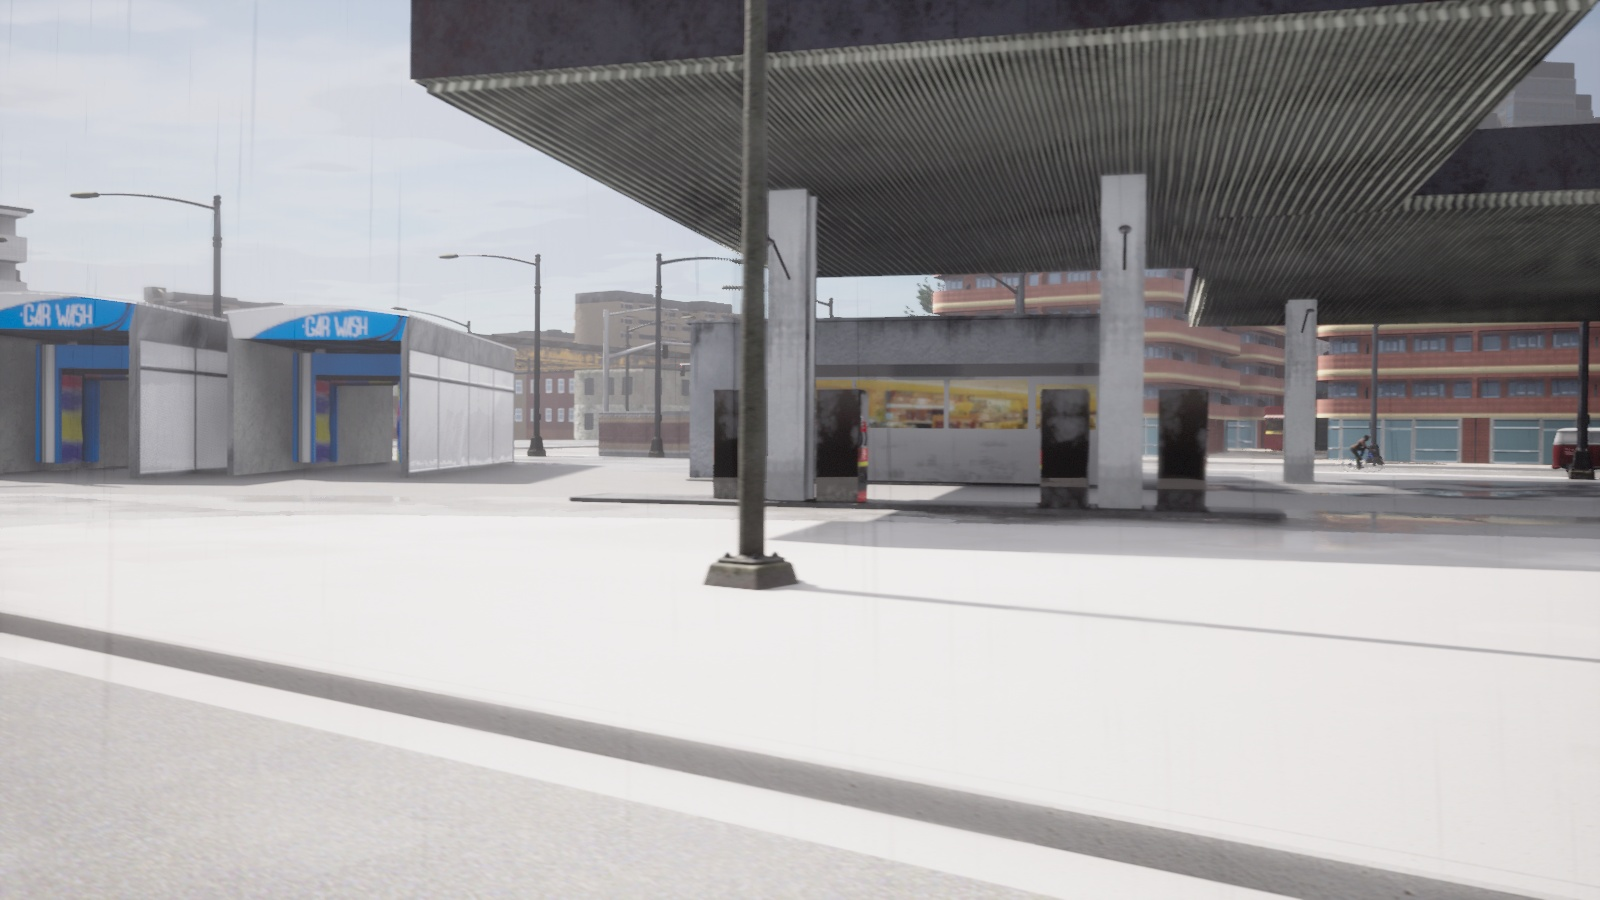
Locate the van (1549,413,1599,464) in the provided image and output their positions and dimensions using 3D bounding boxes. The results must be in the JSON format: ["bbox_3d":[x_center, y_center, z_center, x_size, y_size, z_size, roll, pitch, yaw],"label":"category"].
[{"bbox_3d":[31.957,-0.473,49.205,4.442,1.987,1.775,0,1,33],"label":"van"}]

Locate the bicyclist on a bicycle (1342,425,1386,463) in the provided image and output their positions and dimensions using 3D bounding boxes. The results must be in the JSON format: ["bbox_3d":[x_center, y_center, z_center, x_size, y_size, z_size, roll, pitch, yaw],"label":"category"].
[{"bbox_3d":[24.330,-0.271,54.155,1.656,1.620,0.582,0,1,33],"label":"bicyclist on a bicycle"}]
